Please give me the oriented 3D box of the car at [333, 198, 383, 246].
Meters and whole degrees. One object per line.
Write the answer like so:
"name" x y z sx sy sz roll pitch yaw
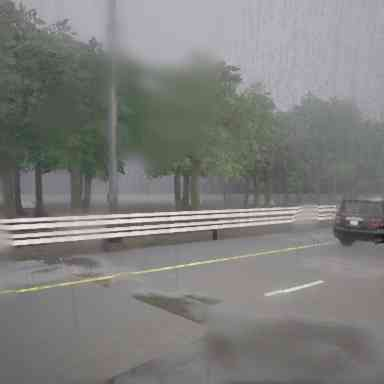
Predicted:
"car" 8.276 1.256 14.058 5.566 2.045 2.150 0 0 -35
